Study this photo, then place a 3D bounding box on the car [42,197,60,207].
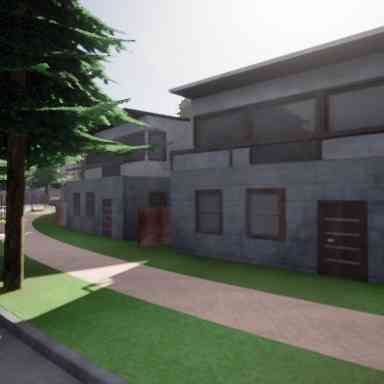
[{"bbox_3d":[-25.605,1.805,61.496,2.097,1.767,4.553,0,0,12],"label":"car"}]
